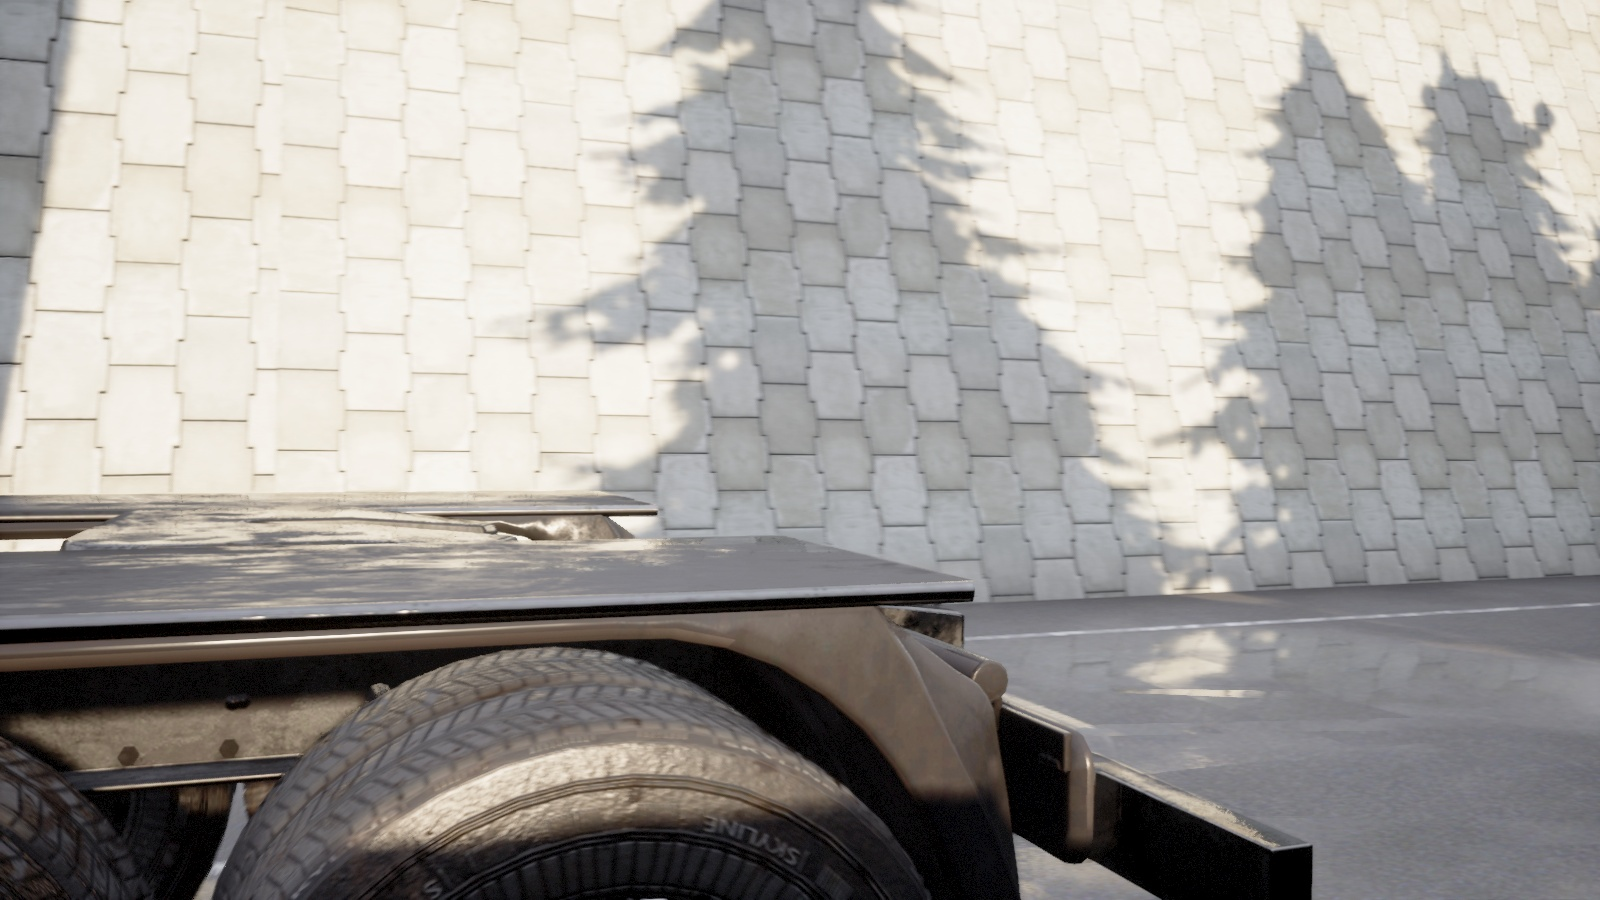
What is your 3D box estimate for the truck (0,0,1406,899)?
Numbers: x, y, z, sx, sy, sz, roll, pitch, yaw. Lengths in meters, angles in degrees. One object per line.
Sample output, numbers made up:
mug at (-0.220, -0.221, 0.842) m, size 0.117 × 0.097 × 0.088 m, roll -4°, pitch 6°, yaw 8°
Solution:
truck at (-3.233, -0.182, 2.000) m, size 7.936 × 3.462 × 2.891 m, roll -1°, pitch 1°, yaw -21°
